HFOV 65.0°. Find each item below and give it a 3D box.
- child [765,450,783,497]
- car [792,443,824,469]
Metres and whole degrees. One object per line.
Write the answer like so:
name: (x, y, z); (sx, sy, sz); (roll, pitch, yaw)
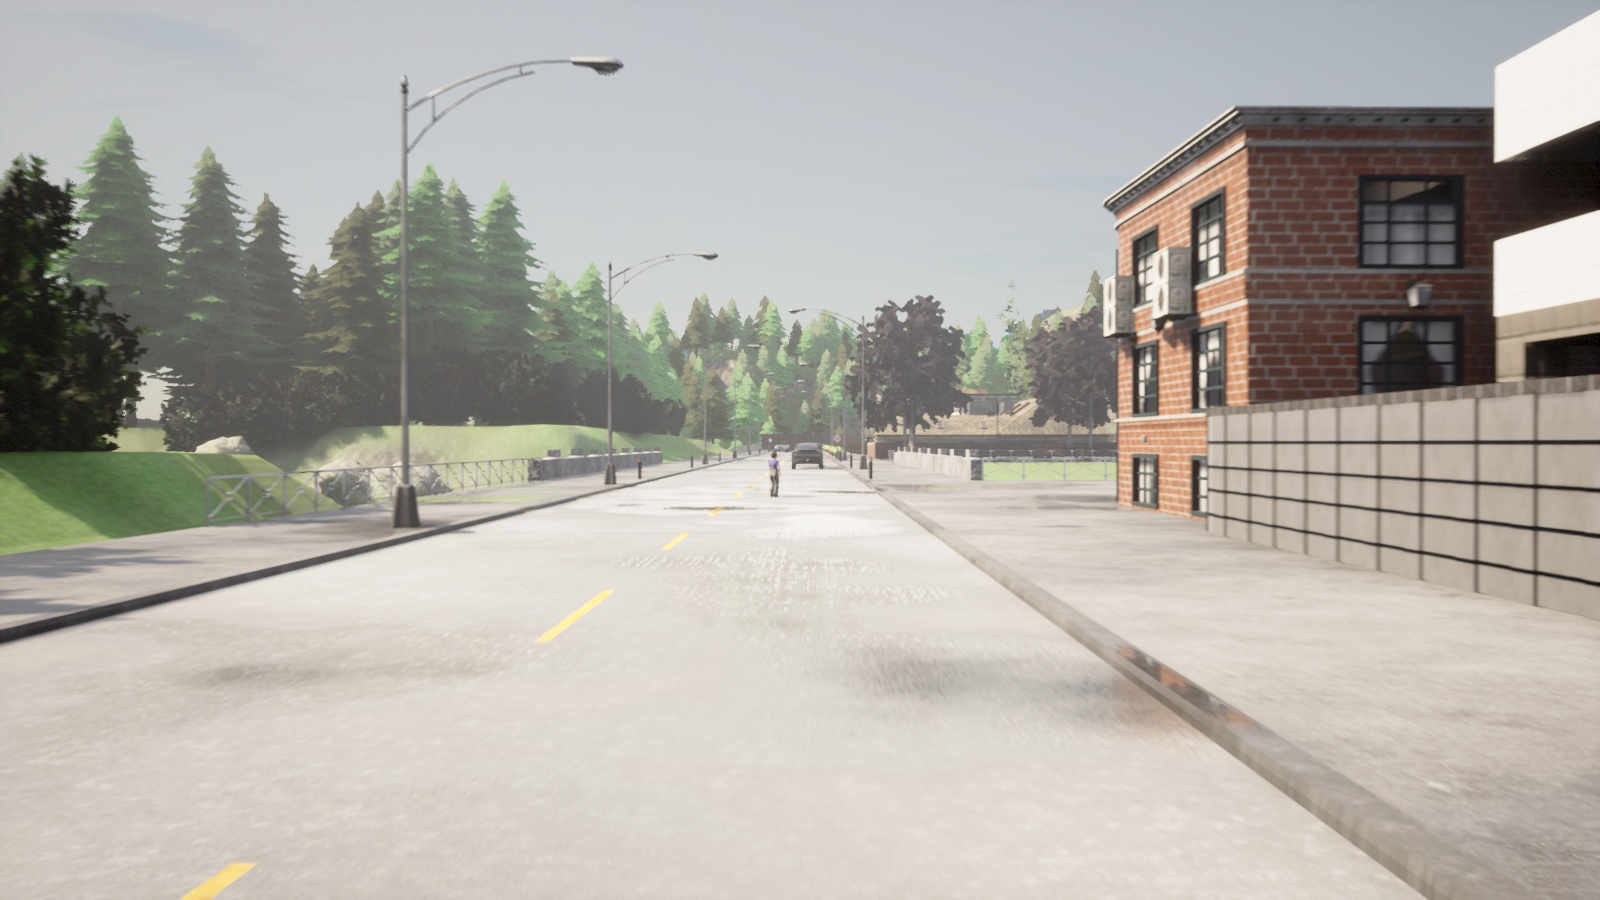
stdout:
child: (-0.713, 0.636, 34.203); (0.270, 1.263, 0.437); (0, 0, 41)
car: (0.447, 0.335, 74.563); (1.837, 1.490, 4.892); (0, 0, 0)
